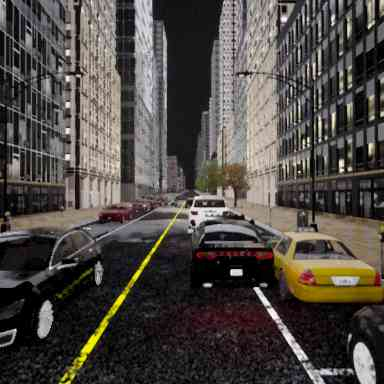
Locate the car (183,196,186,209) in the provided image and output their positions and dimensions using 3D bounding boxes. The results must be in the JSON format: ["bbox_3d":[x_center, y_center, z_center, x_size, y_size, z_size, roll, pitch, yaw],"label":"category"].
[{"bbox_3d":[0.029,1.508,46.098,1.837,1.490,4.892,0,0,0],"label":"car"}]

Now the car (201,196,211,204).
[{"bbox_3d":[2.720,1.508,64.914,1.752,1.417,4.829,1,0,0],"label":"car"}]

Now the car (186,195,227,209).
[{"bbox_3d":[0.907,1.235,19.262,2.150,2.045,5.566,0,0,0],"label":"car"}]

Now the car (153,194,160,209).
[{"bbox_3d":[-5.667,1.320,42.061,2.192,1.841,5.009,0,0,0],"label":"car"}]

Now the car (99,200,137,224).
[{"bbox_3d":[-5.676,1.555,25.033,1.887,1.381,4.507,0,0,0],"label":"car"}]

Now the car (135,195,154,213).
[{"bbox_3d":[-5.670,1.448,36.386,1.967,1.590,4.097,0,0,0],"label":"car"}]

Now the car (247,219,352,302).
[{"bbox_3d":[2.699,1.532,8.166,1.752,1.417,4.829,0,0,0],"label":"car"}]

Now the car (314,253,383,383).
[{"bbox_3d":[2.696,1.553,2.320,2.008,1.369,4.403,0,0,0],"label":"car"}]

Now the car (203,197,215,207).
[{"bbox_3d":[2.715,1.578,53.394,1.802,1.307,4.206,1,0,0],"label":"car"}]

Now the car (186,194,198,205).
[{"bbox_3d":[0.021,1.341,59.686,2.097,1.767,4.553,0,0,0],"label":"car"}]

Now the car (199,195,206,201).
[{"bbox_3d":[2.728,1.486,87.444,1.887,1.381,4.507,1,0,0],"label":"car"}]

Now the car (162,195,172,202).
[{"bbox_3d":[-5.656,1.404,76.115,1.967,1.590,4.097,1,0,0],"label":"car"}]

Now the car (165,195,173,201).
[{"bbox_3d":[-5.654,1.478,81.621,1.752,1.417,4.829,1,0,0],"label":"car"}]

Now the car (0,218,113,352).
[{"bbox_3d":[-3.101,1.510,6.457,1.837,1.490,4.892,0,0,0],"label":"car"}]

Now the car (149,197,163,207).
[{"bbox_3d":[-5.666,1.578,53.411,1.802,1.307,4.206,1,0,0],"label":"car"}]

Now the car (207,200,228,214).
[{"bbox_3d":[2.709,1.574,36.371,1.947,1.339,4.313,0,0,0],"label":"car"}]

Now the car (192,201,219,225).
[{"bbox_3d":[0.909,1.488,25.232,1.882,1.535,5.008,0,0,0],"label":"car"}]

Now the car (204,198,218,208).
[{"bbox_3d":[2.713,1.583,47.719,1.802,1.307,4.206,1,0,0],"label":"car"}]

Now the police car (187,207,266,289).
[{"bbox_3d":[0.903,1.432,9.342,1.930,1.638,5.238,0,0,0],"label":"police car"}]

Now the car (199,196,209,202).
[{"bbox_3d":[2.724,1.530,76.093,1.947,1.339,4.313,1,0,0],"label":"car"}]

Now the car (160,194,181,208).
[{"bbox_3d":[-3.079,1.494,48.072,2.128,1.511,4.902,0,0,0],"label":"car"}]
